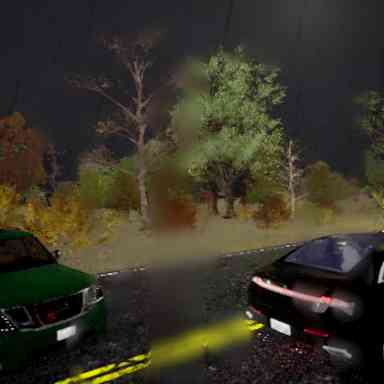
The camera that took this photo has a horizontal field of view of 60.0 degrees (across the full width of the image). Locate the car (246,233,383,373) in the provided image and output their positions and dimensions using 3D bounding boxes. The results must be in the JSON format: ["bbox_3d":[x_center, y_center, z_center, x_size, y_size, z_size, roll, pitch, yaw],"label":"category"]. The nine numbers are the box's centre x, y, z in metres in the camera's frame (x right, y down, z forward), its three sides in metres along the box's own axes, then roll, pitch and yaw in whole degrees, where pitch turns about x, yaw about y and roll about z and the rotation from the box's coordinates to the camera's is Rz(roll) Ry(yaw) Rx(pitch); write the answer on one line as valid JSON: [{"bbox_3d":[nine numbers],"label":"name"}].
[{"bbox_3d":[3.086,1.461,5.587,4.902,1.511,2.128,-1,0,-35],"label":"car"}]

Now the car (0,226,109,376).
[{"bbox_3d":[-4.078,1.755,6.468,5.566,2.045,2.150,-1,-1,35],"label":"car"}]
